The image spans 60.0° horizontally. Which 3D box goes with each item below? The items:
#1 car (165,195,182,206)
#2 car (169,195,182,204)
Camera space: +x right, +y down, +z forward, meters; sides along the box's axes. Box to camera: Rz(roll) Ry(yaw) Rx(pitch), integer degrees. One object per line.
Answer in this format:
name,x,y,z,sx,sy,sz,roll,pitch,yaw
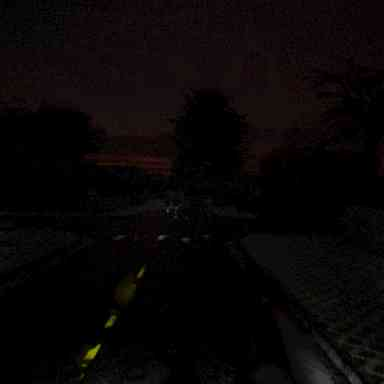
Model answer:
car,-2.714,1.223,46.466,2.128,1.511,4.902,0,1,0
car,-2.733,1.215,56.299,1.895,1.301,4.718,0,0,0
